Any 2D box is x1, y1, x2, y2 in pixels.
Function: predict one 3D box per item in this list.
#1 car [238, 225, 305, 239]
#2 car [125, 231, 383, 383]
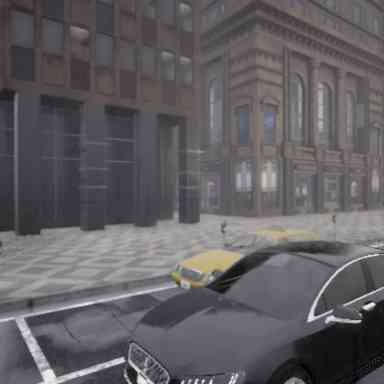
[{"bbox_3d":[1.838,1.505,7.962,4.829,1.417,1.752,0,0,-36],"label":"car"},{"bbox_3d":[1.521,1.492,4.466,4.892,1.490,1.837,0,0,-36],"label":"car"}]
